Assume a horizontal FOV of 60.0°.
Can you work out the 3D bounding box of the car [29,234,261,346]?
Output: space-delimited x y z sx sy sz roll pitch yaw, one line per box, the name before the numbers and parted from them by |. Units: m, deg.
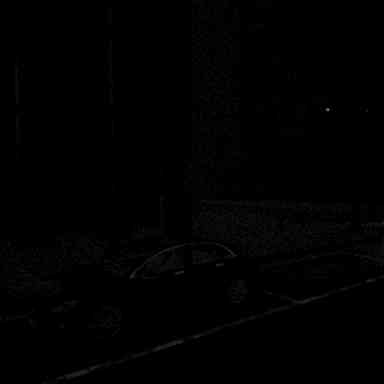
car | -0.615 1.531 6.216 4.403 1.369 2.008 0 0 -35
